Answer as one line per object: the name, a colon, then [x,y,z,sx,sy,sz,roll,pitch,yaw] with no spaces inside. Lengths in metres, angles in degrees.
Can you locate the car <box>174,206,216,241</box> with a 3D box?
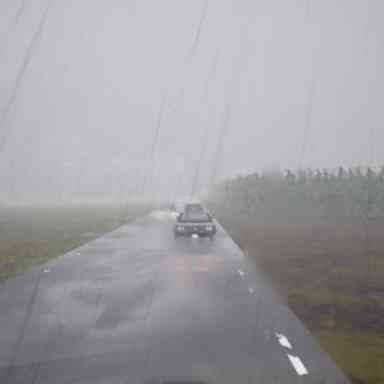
car: [0.126,1.610,16.616,1.895,1.301,4.718,0,0,0]

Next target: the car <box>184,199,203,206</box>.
car: [0.174,1.507,34.870,1.882,1.535,5.008,0,0,0]

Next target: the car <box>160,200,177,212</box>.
car: [-2.770,1.635,39.806,1.895,1.301,4.718,0,0,0]
